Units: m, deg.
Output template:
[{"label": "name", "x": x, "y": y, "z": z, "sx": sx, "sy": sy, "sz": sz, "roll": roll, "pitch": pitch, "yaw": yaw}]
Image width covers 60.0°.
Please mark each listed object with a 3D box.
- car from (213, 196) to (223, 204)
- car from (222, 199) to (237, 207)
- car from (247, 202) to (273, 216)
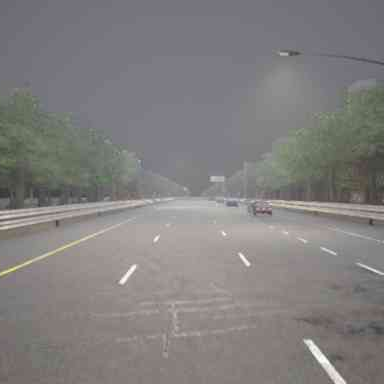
[{"label": "car", "x": 7.416, "y": 2.200, "z": 88.666, "sx": 2.097, "sy": 1.767, "sz": 4.553, "roll": 0, "pitch": -1, "yaw": 1}, {"label": "car", "x": 7.195, "y": 1.983, "z": 61.262, "sx": 1.882, "sy": 1.535, "sz": 5.008, "roll": 0, "pitch": -1, "yaw": 0}, {"label": "car", "x": 7.060, "y": 1.724, "z": 34.995, "sx": 2.033, "sy": 1.411, "sz": 5.357, "roll": 0, "pitch": -1, "yaw": 0}]
